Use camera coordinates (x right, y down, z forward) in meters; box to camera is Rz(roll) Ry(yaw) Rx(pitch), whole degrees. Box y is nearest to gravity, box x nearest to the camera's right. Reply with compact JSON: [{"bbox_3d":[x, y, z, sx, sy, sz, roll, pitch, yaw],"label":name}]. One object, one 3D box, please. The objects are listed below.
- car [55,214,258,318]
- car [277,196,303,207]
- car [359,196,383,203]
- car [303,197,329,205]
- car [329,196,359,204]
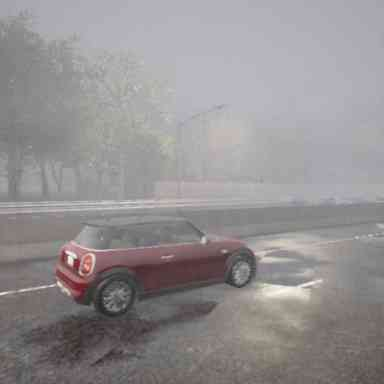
[{"bbox_3d":[-0.604,1.336,7.649,4.553,1.767,2.097,0,0,-35],"label":"car"},{"bbox_3d":[13.257,1.351,43.419,5.008,1.535,1.882,0,0,-36],"label":"car"},{"bbox_3d":[20.494,1.222,35.780,4.553,1.767,2.097,0,0,-35],"label":"car"},{"bbox_3d":[16.476,1.375,41.509,4.892,1.490,1.837,0,0,-35],"label":"car"},{"bbox_3d":[18.459,1.222,38.625,4.553,1.767,2.097,0,0,-35],"label":"car"}]
